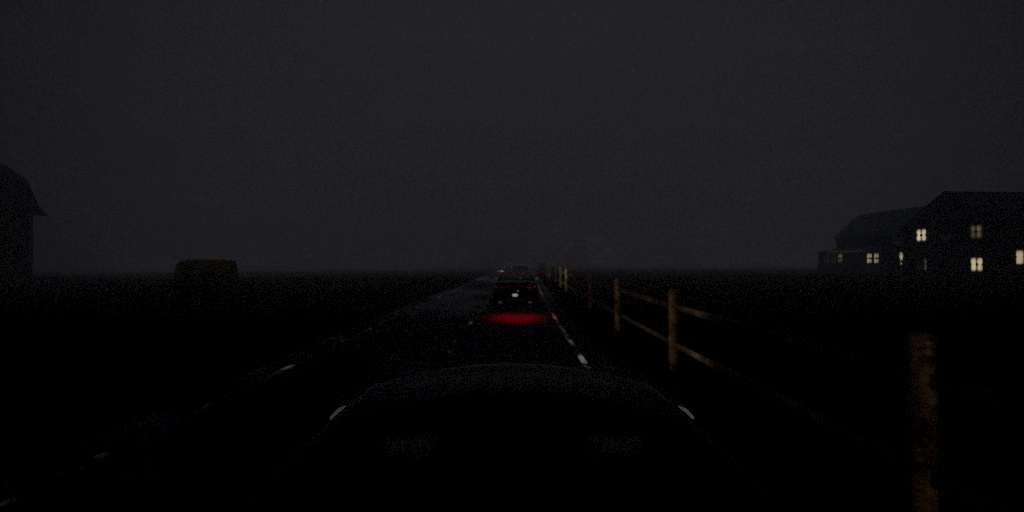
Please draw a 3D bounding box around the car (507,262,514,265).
[{"bbox_3d":[0.759,1.551,31.054,1.837,1.490,4.892,0,0,2],"label":"car"}]

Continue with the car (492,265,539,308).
[{"bbox_3d":[0.199,1.369,16.252,1.882,1.535,5.008,0,0,2],"label":"car"}]
